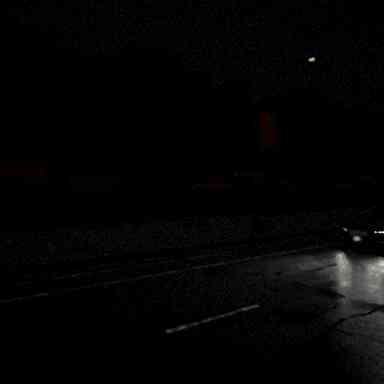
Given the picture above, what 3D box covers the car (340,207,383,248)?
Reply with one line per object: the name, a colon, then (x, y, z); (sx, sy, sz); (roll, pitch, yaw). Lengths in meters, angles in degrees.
car: (7.902, 1.387, 13.350); (4.902, 1.511, 2.128); (-1, 0, -36)
